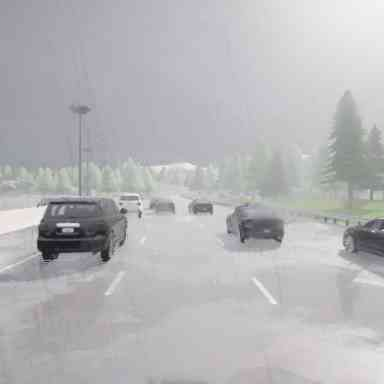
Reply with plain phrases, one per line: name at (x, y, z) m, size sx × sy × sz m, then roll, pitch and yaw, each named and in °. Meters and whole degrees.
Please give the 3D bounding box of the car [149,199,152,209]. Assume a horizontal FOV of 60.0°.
car at (-4.707, 1.505, 44.781) m, size 1.837 × 1.490 × 4.892 m, roll 0°, pitch 0°, yaw -13°

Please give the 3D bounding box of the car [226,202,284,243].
car at (2.933, 1.477, 16.315) m, size 1.882 × 1.535 × 5.008 m, roll 0°, pitch 0°, yaw -4°

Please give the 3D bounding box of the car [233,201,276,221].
car at (5.210, 1.547, 28.582) m, size 2.033 × 1.411 × 5.357 m, roll 0°, pitch 0°, yaw -7°

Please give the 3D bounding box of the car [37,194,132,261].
car at (-3.802, 1.221, 12.454) m, size 2.150 × 2.045 × 5.566 m, roll 0°, pitch 0°, yaw -3°

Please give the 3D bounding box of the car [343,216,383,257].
car at (6.765, 1.504, 10.788) m, size 1.837 × 1.490 × 4.892 m, roll 0°, pitch 0°, yaw -3°

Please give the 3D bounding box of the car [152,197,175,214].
car at (-2.967, 1.478, 35.596) m, size 1.882 × 1.535 × 5.008 m, roll 0°, pitch 0°, yaw -9°

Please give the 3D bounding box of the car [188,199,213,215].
car at (0.827, 1.477, 34.146) m, size 1.882 × 1.535 × 5.008 m, roll 0°, pitch 0°, yaw -9°

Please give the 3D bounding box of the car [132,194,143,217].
car at (-5.825, 1.218, 31.463) m, size 2.150 × 2.045 × 5.566 m, roll 0°, pitch 0°, yaw -9°

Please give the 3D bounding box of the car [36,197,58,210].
car at (-18.747, 1.500, 43.195) m, size 1.837 × 1.490 × 4.892 m, roll 0°, pitch 0°, yaw -13°
